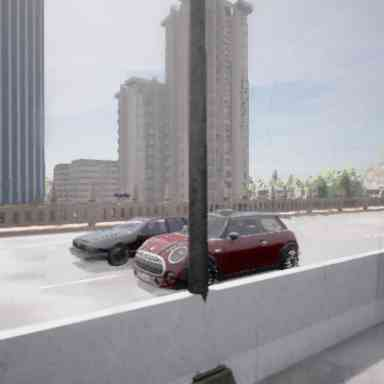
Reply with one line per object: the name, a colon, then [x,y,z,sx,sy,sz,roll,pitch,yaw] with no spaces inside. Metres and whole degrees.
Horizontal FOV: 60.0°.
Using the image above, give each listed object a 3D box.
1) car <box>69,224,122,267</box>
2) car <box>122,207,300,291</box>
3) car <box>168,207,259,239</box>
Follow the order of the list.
car: [-1.343,1.531,11.632,5.357,1.411,2.033,0,0,-36]
car: [0.772,1.335,8.842,4.553,1.767,2.097,0,0,-35]
car: [1.238,1.571,17.773,4.718,1.301,1.895,0,0,-35]
